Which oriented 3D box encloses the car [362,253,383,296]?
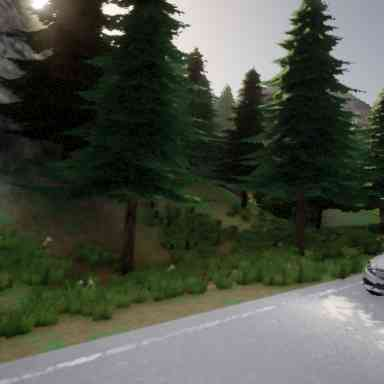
[{"bbox_3d":[5.796,1.548,7.470,4.674,1.442,1.812,0,0,-33],"label":"car"}]
